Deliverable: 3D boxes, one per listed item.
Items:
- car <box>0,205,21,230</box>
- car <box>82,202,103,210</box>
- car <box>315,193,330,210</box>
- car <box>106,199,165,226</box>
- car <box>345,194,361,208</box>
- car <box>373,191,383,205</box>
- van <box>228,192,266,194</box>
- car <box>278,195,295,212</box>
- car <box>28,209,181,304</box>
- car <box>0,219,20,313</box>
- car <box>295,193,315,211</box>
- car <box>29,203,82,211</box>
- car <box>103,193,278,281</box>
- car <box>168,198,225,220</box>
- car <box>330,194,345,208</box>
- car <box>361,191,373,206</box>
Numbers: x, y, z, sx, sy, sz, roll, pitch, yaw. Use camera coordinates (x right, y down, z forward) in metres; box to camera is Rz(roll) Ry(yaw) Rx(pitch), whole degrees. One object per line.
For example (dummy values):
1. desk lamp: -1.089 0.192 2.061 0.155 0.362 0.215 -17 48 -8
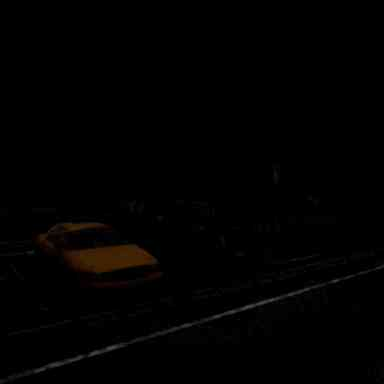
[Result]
1. car: -11.038 1.467 18.800 2.097 1.535 5.008 -1 1 -36
2. car: -6.537 1.416 22.048 2.163 1.488 4.792 -1 1 -36
3. car: 11.542 1.105 34.937 2.002 1.452 4.674 -1 1 -36
4. car: -4.155 1.343 23.487 1.946 1.575 5.366 -1 1 -36
5. car: 16.052 0.986 38.172 2.097 1.535 5.008 -1 1 -36
6. car: 20.553 0.938 41.419 2.163 1.488 4.792 -1 1 -36
7. van: 4.697 0.959 30.188 1.878 1.987 4.442 -1 1 -36
8. car: 7.026 1.185 31.707 2.002 1.452 4.674 -1 1 -36
9. car: -2.634 1.450 8.495 1.946 1.575 5.366 -1 1 -36
10. car: -5.023 1.534 7.018 2.002 1.452 4.674 -1 1 -36
11. car: 9.286 1.104 33.320 2.097 1.535 5.008 -1 1 -36
12. car: -8.781 1.428 20.415 2.231 1.521 4.892 -1 1 -36
13. car: -0.448 1.162 10.251 2.435 2.045 5.566 -1 1 -36
14. car: 0.270 1.295 26.844 2.163 1.488 4.792 -1 1 -36
15. car: 13.778 0.900 36.578 2.185 1.767 4.553 -1 1 -36
16. car: 18.316 0.949 39.777 2.231 1.521 4.892 -1 1 -36
